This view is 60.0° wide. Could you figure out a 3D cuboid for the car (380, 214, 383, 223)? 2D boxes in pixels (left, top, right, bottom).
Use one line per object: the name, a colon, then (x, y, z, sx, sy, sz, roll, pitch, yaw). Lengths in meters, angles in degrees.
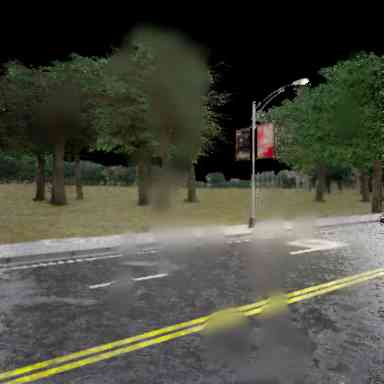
car: (14.576, 1.508, 22.057, 5.357, 1.411, 2.033, 0, 0, -35)
